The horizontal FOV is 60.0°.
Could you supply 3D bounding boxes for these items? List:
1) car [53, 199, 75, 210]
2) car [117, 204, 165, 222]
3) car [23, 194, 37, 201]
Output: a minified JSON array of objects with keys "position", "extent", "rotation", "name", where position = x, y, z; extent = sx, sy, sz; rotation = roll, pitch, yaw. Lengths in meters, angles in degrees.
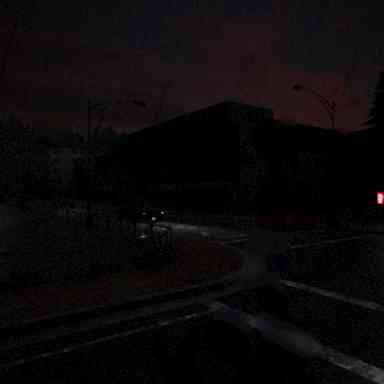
[{"position":[-16.844,1.585,43.724],"extent":[1.895,1.301,4.718],"rotation":[0,0,-35],"name":"car"},{"position":[-3.971,1.585,25.293],"extent":[1.895,1.301,4.718],"rotation":[0,0,-35],"name":"car"},{"position":[-40.263,1.338,83.307],"extent":[2.097,1.767,4.553],"rotation":[0,0,-35],"name":"car"}]
